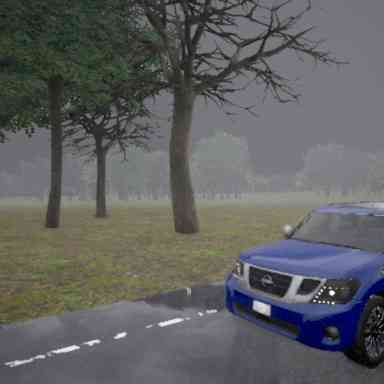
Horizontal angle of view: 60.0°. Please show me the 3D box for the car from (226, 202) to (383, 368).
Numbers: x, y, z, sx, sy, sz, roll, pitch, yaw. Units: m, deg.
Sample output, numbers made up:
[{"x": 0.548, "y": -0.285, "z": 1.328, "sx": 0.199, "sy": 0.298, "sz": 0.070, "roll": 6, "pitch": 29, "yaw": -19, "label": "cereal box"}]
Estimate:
[{"x": 3.202, "y": 1.230, "z": 6.145, "sx": 5.566, "sy": 2.045, "sz": 2.150, "roll": 0, "pitch": 0, "yaw": -35, "label": "car"}]
